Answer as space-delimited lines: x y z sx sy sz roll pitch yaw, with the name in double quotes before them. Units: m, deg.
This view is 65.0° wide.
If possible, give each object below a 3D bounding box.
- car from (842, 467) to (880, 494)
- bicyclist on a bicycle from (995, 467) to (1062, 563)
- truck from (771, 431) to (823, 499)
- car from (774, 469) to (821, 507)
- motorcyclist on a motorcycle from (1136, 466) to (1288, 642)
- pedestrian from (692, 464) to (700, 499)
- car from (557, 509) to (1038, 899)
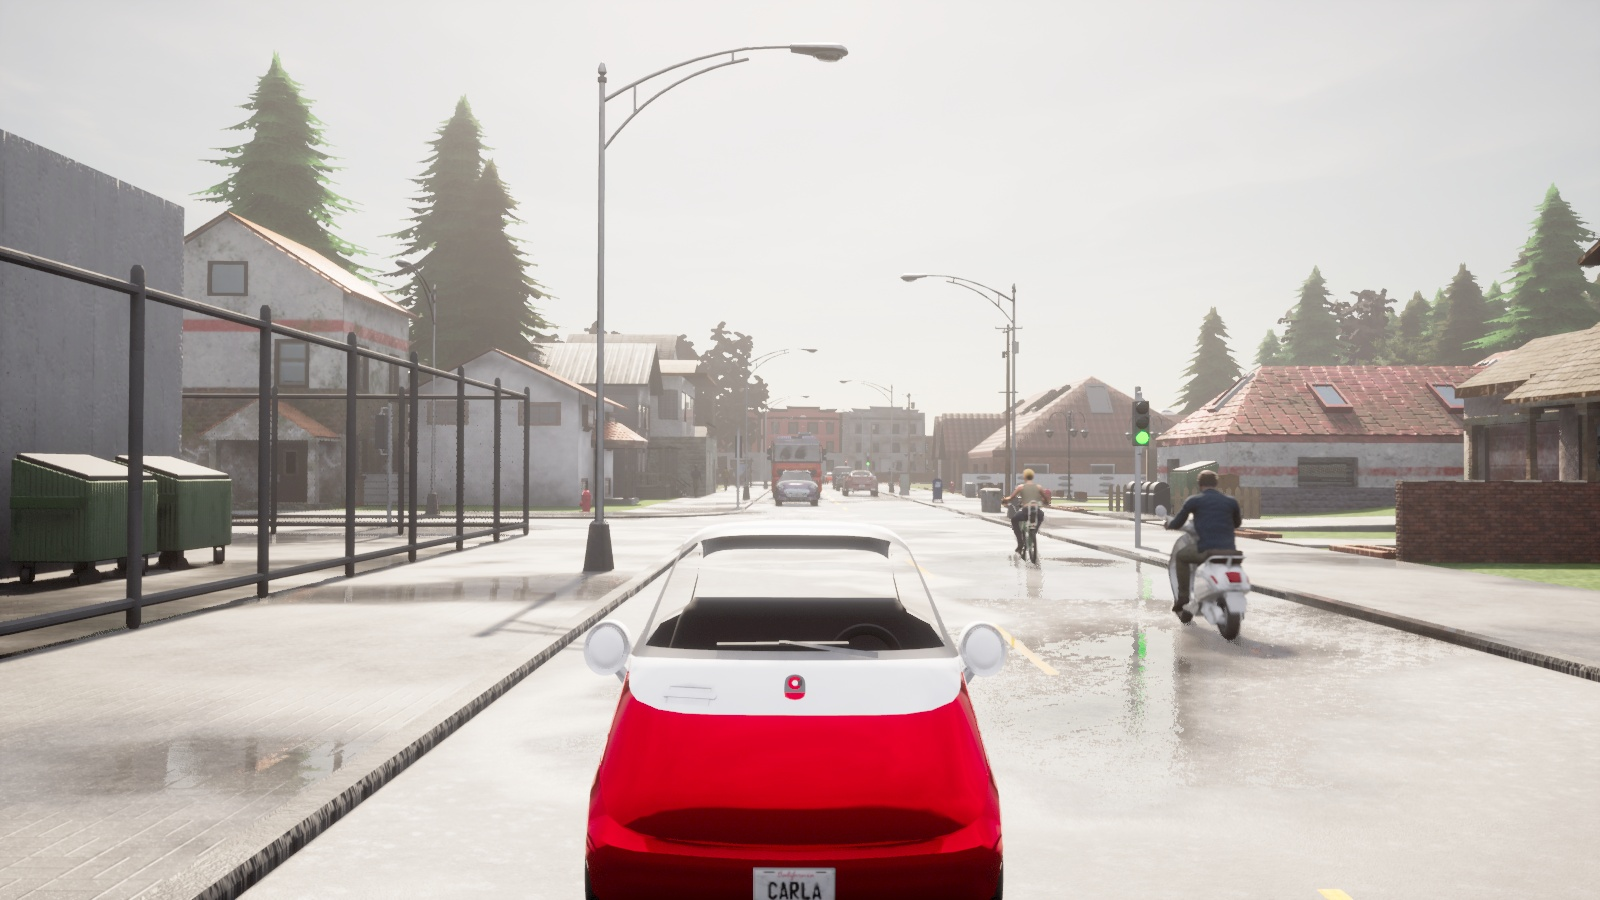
"car" 3.809 1.909 79.481 2.152 1.651 5.027 0 -1 0
"bicyclist on a bicycle" 3.952 1.101 21.810 0.866 1.612 1.509 0 -1 0
"truck" -0.182 0.902 74.739 2.891 3.827 8.468 0 -1 0
"car" -0.146 1.707 57.415 2.033 1.649 4.856 0 -1 -1
"motorcyclist on a motorcycle" 3.970 0.958 12.268 0.866 1.590 1.817 0 -1 0
"pedestrian" -5.498 1.661 66.532 0.370 1.835 0.726 0 -1 -2
"car" -0.012 0.953 4.987 1.481 1.376 2.207 0 -1 0
